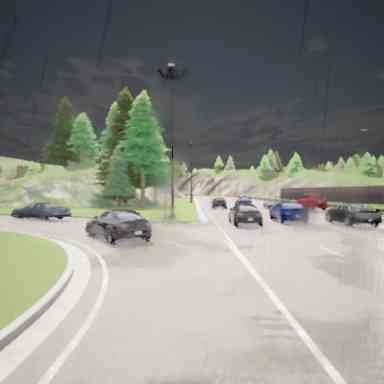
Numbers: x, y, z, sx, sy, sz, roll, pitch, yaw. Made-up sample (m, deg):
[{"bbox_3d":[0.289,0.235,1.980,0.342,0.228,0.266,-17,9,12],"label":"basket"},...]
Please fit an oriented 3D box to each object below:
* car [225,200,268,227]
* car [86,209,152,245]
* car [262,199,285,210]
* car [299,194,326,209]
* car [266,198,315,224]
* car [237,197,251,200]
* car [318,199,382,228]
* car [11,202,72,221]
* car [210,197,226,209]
[{"bbox_3d":[3.604,1.517,22.729,1.812,1.442,4.674,0,0,0],"label":"car"},{"bbox_3d":[-3.488,1.520,15.644,1.812,1.442,4.674,1,0,-34],"label":"car"},{"bbox_3d":[10.609,1.584,43.794,1.895,1.301,4.718,0,0,0],"label":"car"},{"bbox_3d":[14.108,1.207,39.413,2.150,2.045,5.566,0,0,0],"label":"car"},{"bbox_3d":[7.104,1.468,24.766,1.882,1.535,5.008,0,0,0],"label":"car"},{"bbox_3d":[7.108,1.460,45.905,1.882,1.535,5.008,0,0,0],"label":"car"},{"bbox_3d":[10.604,1.483,22.182,2.128,1.511,4.902,0,0,0],"label":"car"},{"bbox_3d":[-12.177,1.537,26.839,5.357,1.411,2.033,0,0,27],"label":"car"},{"bbox_3d":[3.608,1.488,45.082,1.837,1.490,4.892,0,0,0],"label":"car"}]
